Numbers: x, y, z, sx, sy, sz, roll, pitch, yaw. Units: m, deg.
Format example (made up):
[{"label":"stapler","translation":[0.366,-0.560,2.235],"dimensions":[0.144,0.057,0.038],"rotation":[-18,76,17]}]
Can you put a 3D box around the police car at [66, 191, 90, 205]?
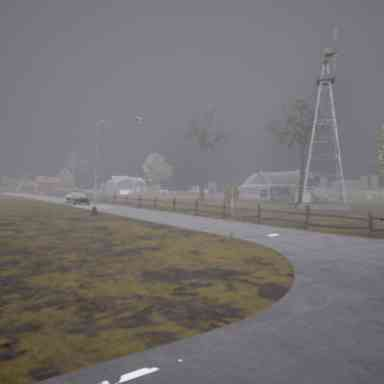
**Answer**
[{"label":"police car","translation":[-14.009,0.702,40.832],"dimensions":[1.930,1.638,5.238],"rotation":[3,0,-35]}]
